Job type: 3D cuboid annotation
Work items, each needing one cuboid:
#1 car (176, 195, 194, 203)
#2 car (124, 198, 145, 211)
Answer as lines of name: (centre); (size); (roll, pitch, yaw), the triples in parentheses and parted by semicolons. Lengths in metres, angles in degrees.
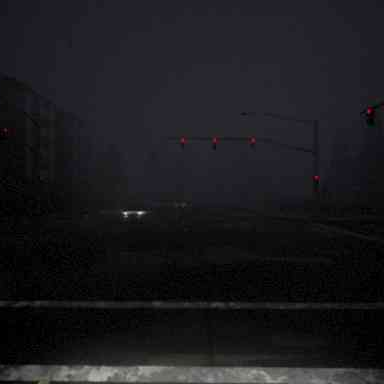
car: (-1.334, 1.416, 65.026); (1.882, 1.535, 5.008); (-1, 0, 27)
car: (-6.873, 1.451, 40.365); (1.882, 1.535, 5.008); (0, 0, 0)
